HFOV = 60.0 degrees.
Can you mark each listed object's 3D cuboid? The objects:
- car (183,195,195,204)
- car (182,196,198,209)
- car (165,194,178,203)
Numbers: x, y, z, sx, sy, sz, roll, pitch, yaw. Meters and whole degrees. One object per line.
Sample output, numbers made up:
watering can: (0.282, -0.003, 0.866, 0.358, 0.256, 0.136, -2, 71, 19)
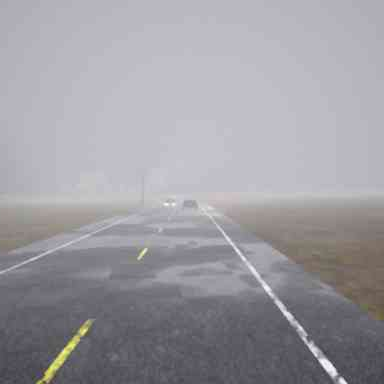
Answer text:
car: (-0.602, 1.401, 62.924, 2.128, 1.511, 4.902, 0, 0, -1)
car: (-0.265, 1.400, 45.198, 1.882, 1.535, 5.008, 0, 0, -1)
car: (-4.268, 1.507, 65.826, 1.895, 1.301, 4.718, 0, 0, -1)
